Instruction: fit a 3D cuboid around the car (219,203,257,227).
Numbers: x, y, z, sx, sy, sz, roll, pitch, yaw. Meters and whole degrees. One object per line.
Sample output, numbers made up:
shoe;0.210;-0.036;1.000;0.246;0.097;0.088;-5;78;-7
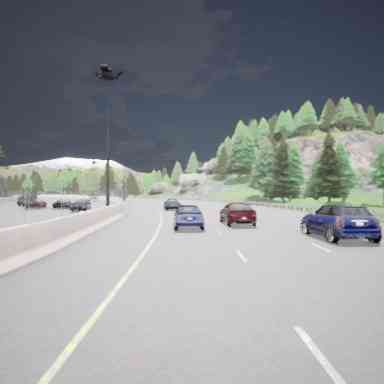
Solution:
car;3.089;1.478;23.121;1.882;1.535;5.008;0;0;-4

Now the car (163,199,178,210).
car;-2.592;1.566;42.373;1.994;1.385;4.181;0;0;-9

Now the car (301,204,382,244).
car;6.938;1.352;15.981;2.097;1.767;4.553;0;0;-2

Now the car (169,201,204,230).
car;-0.268;1.548;21.255;2.033;1.411;5.357;0;0;-3
